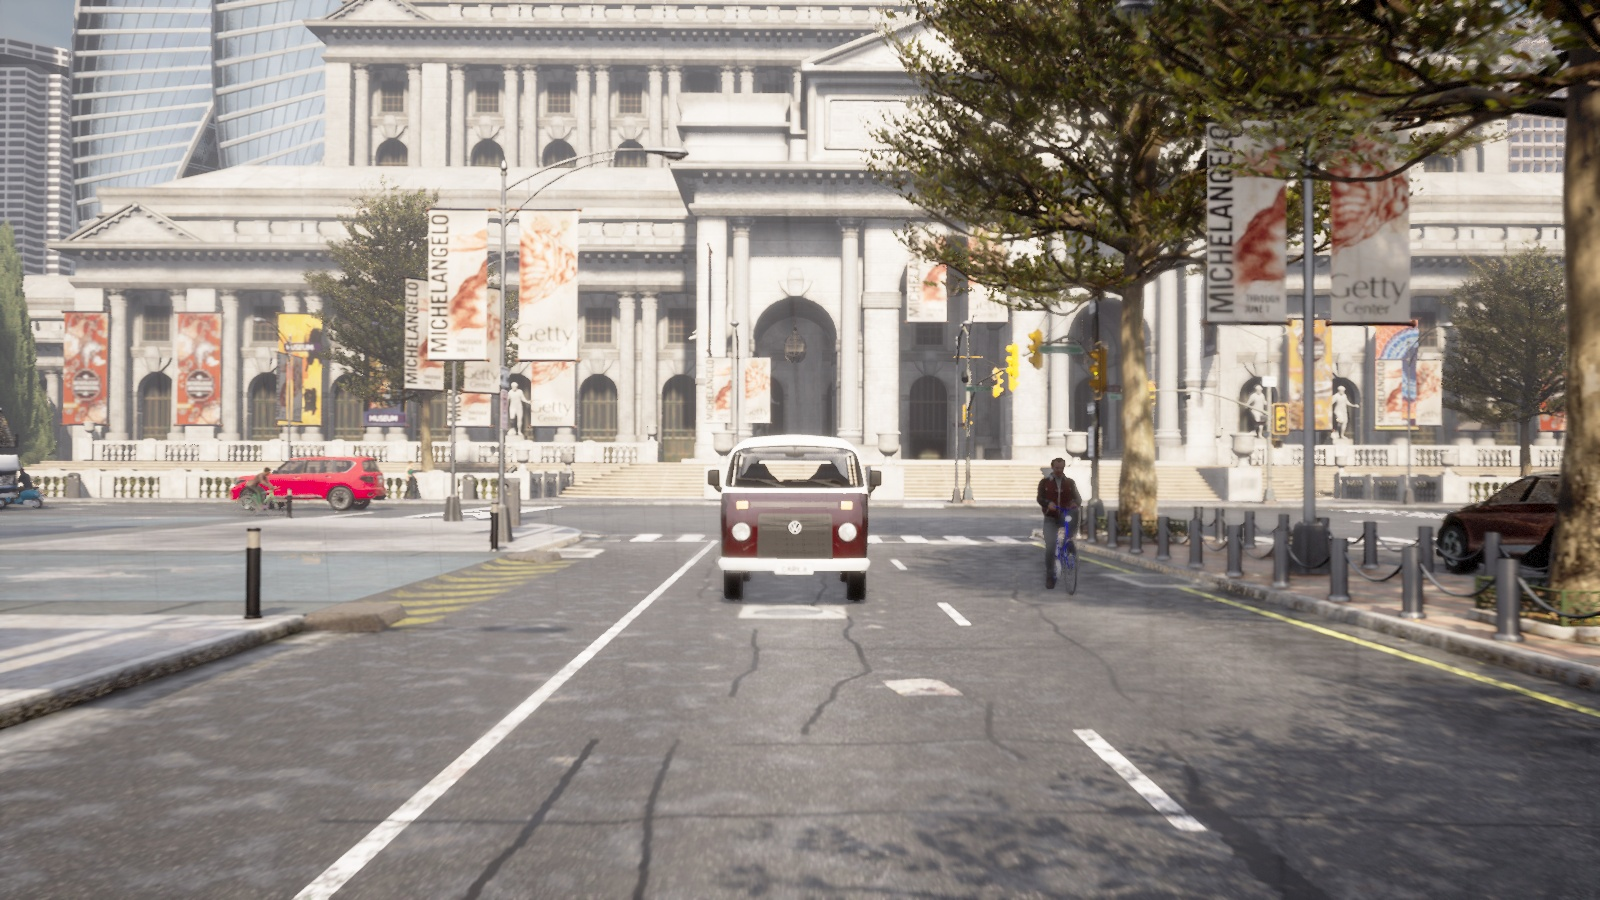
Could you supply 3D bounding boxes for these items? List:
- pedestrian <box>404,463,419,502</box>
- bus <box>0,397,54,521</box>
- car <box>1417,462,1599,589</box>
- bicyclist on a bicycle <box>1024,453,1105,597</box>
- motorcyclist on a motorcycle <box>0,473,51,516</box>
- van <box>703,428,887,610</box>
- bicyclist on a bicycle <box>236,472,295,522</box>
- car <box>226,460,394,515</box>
[{"bbox_3d":[-18.247,1.535,58.931,0.594,1.836,0.345,0,-1,10],"label":"pedestrian"},{"bbox_3d":[-32.661,0.313,44.319,10.273,4.253,3.944,0,-1,0],"label":"bus"},{"bbox_3d":[11.382,1.013,18.640,2.033,1.649,4.856,0,-1,0],"label":"car"},{"bbox_3d":[3.438,0.948,16.456,0.659,1.776,1.843,0,-1,0],"label":"bicyclist on a bicycle"},{"bbox_3d":[-29.683,1.690,47.801,1.817,1.590,0.866,0,-1,0],"label":"motorcyclist on a motorcycle"},{"bbox_3d":[-0.063,0.814,16.397,2.069,2.038,4.480,0,-1,0],"label":"van"},{"bbox_3d":[-17.376,1.523,40.826,1.656,1.620,0.582,0,-1,0],"label":"bicyclist on a bicycle"},{"bbox_3d":[-18.581,1.412,47.840,5.566,2.045,2.150,0,-1,0],"label":"car"}]
